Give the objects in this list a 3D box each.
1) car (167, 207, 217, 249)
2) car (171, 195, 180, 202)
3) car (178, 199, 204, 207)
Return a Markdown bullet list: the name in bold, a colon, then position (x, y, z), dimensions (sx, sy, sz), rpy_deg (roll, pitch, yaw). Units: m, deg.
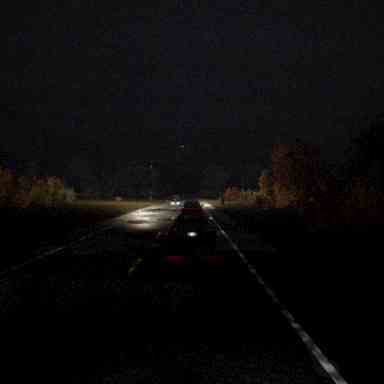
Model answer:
- **car**: position (0.000, 1.574, 14.651), dimensions (1.994, 1.385, 4.181), rpy_deg (0, 0, 0)
- **car**: position (-3.760, 1.533, 75.946), dimensions (2.128, 1.511, 4.902), rpy_deg (0, 0, -3)
- **car**: position (0.000, 1.526, 29.651), dimensions (1.837, 1.490, 4.892), rpy_deg (0, 0, 0)
